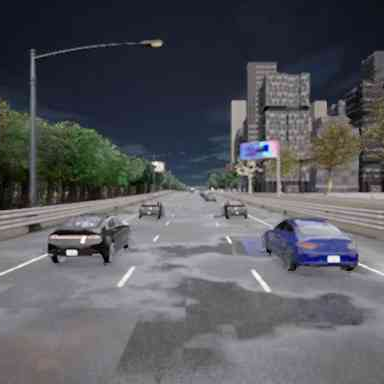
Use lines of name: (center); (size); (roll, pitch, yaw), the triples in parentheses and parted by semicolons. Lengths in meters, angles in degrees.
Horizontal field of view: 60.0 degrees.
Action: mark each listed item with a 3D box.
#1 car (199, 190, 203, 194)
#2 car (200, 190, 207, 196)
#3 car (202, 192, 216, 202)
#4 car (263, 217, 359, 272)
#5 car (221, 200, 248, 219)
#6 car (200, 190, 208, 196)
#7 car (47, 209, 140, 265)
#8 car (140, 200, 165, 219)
car: (3.505, 0.674, 84.238); (2.163, 1.488, 4.792); (0, 1, 0)
car: (3.505, 0.928, 73.210); (2.033, 1.411, 5.357); (0, 1, 0)
car: (3.504, 1.124, 62.215); (1.994, 1.385, 4.181); (0, 1, 0)
car: (3.598, 1.542, 10.739); (1.812, 1.442, 4.674); (0, 0, 0)
car: (3.598, 1.454, 28.809); (2.128, 1.511, 4.902); (0, 0, 0)
car: (3.506, 0.314, 95.173); (2.097, 1.767, 4.553); (0, 1, 0)
car: (-3.402, 1.509, 11.842); (2.128, 1.511, 4.902); (0, 0, 0)
car: (-3.401, 1.454, 28.822); (2.128, 1.511, 4.902); (0, 0, 0)
